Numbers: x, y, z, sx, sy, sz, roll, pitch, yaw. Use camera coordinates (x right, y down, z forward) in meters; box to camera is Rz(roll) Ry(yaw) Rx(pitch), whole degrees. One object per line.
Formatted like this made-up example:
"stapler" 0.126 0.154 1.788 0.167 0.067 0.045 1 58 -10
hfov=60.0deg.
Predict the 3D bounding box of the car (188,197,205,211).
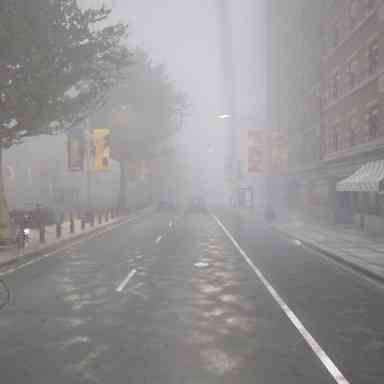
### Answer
"car" 0.532 1.601 39.787 1.895 1.301 4.718 0 0 1

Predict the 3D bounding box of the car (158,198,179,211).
"car" -2.977 1.478 39.862 1.882 1.535 5.008 0 0 1

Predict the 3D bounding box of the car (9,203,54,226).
"car" -11.254 1.527 23.233 1.812 1.442 4.674 0 0 1

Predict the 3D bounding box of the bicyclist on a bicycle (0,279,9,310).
"bicyclist on a bicycle" -4.213 1.455 6.153 1.656 1.620 0.582 -2 0 1

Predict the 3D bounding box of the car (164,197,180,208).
"car" -2.953 1.547 49.672 2.033 1.411 5.357 0 0 1
